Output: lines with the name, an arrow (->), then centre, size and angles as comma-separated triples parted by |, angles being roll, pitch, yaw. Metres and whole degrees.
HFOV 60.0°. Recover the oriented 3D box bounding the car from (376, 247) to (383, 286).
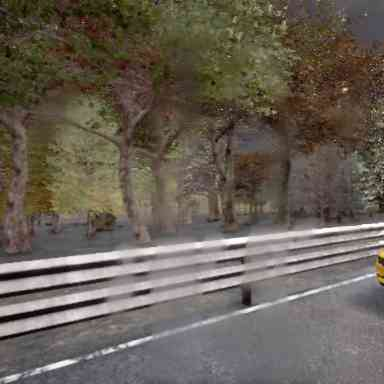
car -> 6.462, 1.496, 8.178 | 5.008, 1.535, 1.882 | 1, 0, -35
